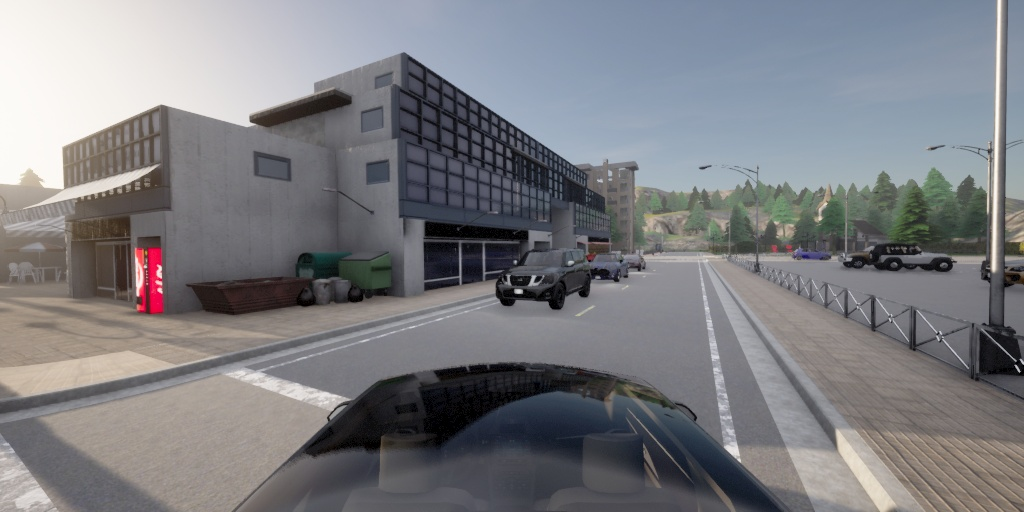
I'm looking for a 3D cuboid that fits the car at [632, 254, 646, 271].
[{"bbox_3d":[10.653,0.521,31.729,1.812,1.442,4.674,0,1,27],"label":"car"}]

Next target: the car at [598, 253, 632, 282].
[{"bbox_3d":[5.969,0.601,22.632,2.097,1.767,4.553,0,1,27],"label":"car"}]

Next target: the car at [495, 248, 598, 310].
[{"bbox_3d":[1.470,0.715,13.885,2.150,2.045,5.566,0,1,27],"label":"car"}]
